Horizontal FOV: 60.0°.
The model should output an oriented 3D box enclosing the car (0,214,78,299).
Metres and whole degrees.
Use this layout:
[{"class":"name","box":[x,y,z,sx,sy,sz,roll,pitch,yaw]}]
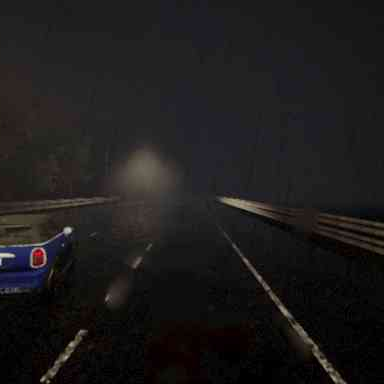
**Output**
[{"class":"car","box":[-4.209,1.347,8.380,2.097,1.767,4.553,0,0,-12]}]
